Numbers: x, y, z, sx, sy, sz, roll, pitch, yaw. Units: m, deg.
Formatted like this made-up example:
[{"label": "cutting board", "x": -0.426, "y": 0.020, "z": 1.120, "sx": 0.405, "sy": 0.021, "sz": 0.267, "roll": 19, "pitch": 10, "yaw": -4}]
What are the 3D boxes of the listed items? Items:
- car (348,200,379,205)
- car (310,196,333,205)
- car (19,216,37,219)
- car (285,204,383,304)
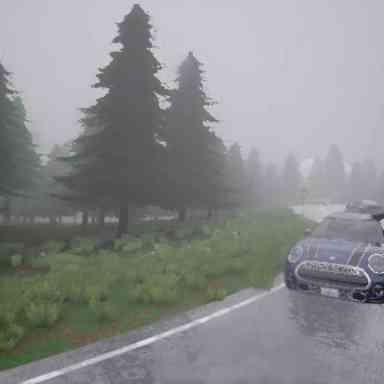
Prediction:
[{"label": "car", "x": 14.454, "y": 1.419, "z": 28.082, "sx": 1.837, "sy": 1.490, "sz": 4.892, "roll": 3, "pitch": 1, "yaw": 9}, {"label": "car", "x": 18.479, "y": 1.269, "z": 47.454, "sx": 1.895, "sy": 1.301, "sz": 4.718, "roll": 1, "pitch": 0, "yaw": 38}, {"label": "car", "x": -40.303, "y": 6.217, "z": 81.697, "sx": 4.193, "sy": 1.474, "sz": 1.816, "roll": 5, "pitch": 2, "yaw": -24}, {"label": "car", "x": 4.000, "y": 1.354, "z": 8.320, "sx": 2.097, "sy": 1.767, "sz": 4.553, "roll": 0, "pitch": 1, "yaw": 36}]
